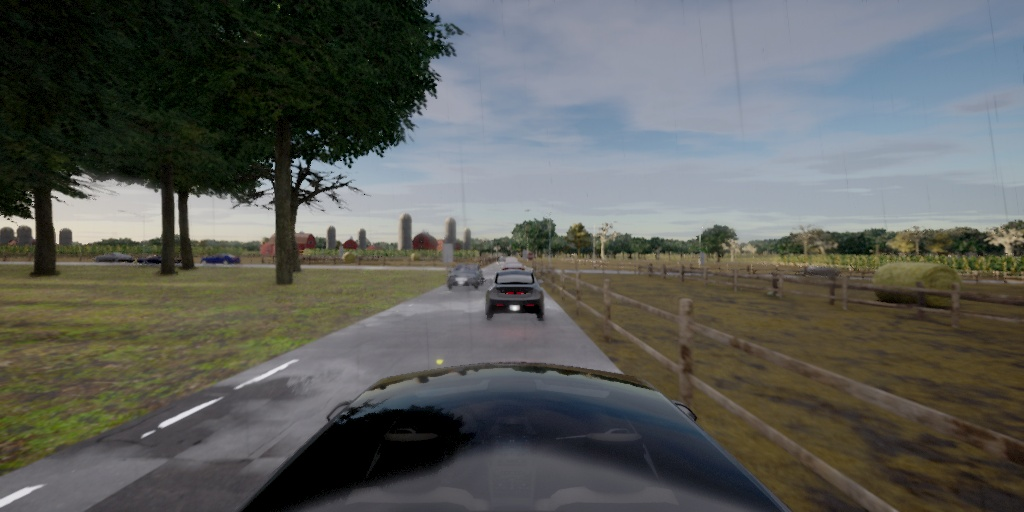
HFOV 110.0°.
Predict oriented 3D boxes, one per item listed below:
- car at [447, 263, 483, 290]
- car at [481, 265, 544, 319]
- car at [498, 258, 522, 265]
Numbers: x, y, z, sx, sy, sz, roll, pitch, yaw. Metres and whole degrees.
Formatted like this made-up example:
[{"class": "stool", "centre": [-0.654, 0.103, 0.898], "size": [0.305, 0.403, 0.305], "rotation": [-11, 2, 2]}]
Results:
[{"class": "car", "centre": [-2.826, 1.227, 22.438], "size": [2.128, 1.511, 4.902], "rotation": [0, 0, 0]}, {"class": "car", "centre": [0.095, 1.251, 12.811], "size": [1.837, 1.490, 4.892], "rotation": [0, 0, 0]}, {"class": "car", "centre": [0.112, 1.204, 28.840], "size": [1.882, 1.535, 5.008], "rotation": [0, 0, 0]}]
